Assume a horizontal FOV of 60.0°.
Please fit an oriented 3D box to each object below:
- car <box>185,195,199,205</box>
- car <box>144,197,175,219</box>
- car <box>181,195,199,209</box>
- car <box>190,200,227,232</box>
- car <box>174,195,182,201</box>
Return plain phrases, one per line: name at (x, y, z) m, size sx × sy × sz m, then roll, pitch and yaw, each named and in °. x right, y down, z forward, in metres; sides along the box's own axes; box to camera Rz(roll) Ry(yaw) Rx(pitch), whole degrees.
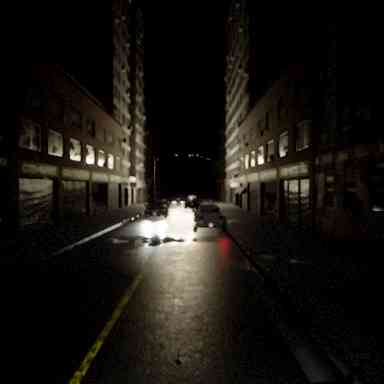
car at (0.010, 1.281, 55.087) m, size 2.128 × 1.511 × 4.902 m, roll 0°, pitch 0°, yaw 0°
car at (-2.843, 1.371, 27.828) m, size 2.128 × 1.511 × 4.902 m, roll 0°, pitch 0°, yaw 0°
car at (0.042, 1.393, 41.992) m, size 1.994 × 1.385 × 4.181 m, roll 0°, pitch 0°, yaw 0°
car at (0.966, 1.441, 19.250) m, size 1.812 × 1.442 × 4.674 m, roll 0°, pitch 0°, yaw 0°
car at (-2.739, 1.265, 68.843) m, size 1.812 × 1.442 × 4.674 m, roll 0°, pitch 0°, yaw 0°
